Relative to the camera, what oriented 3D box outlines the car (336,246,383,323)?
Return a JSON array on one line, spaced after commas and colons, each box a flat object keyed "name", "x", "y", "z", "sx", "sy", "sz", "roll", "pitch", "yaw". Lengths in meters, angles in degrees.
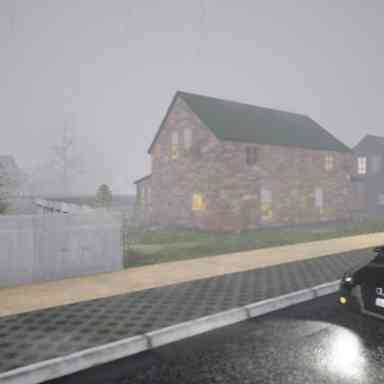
[{"name": "car", "x": 4.654, "y": 1.563, "z": 6.347, "sx": 4.181, "sy": 1.385, "sz": 1.994, "roll": 0, "pitch": 0, "yaw": -35}]
